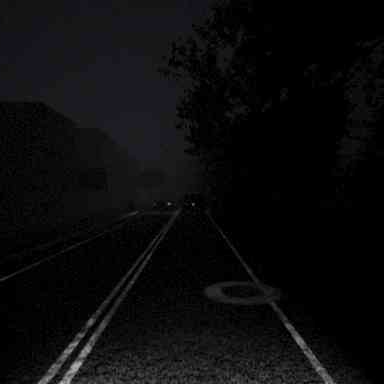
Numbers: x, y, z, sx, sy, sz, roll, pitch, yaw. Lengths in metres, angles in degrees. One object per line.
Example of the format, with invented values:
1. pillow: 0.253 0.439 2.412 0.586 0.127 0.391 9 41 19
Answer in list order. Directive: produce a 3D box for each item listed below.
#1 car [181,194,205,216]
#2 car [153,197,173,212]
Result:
1. car: 0.117 1.225 33.148 2.150 2.045 5.566 0 0 0
2. car: -3.319 1.353 38.916 2.097 1.767 4.553 0 0 0
